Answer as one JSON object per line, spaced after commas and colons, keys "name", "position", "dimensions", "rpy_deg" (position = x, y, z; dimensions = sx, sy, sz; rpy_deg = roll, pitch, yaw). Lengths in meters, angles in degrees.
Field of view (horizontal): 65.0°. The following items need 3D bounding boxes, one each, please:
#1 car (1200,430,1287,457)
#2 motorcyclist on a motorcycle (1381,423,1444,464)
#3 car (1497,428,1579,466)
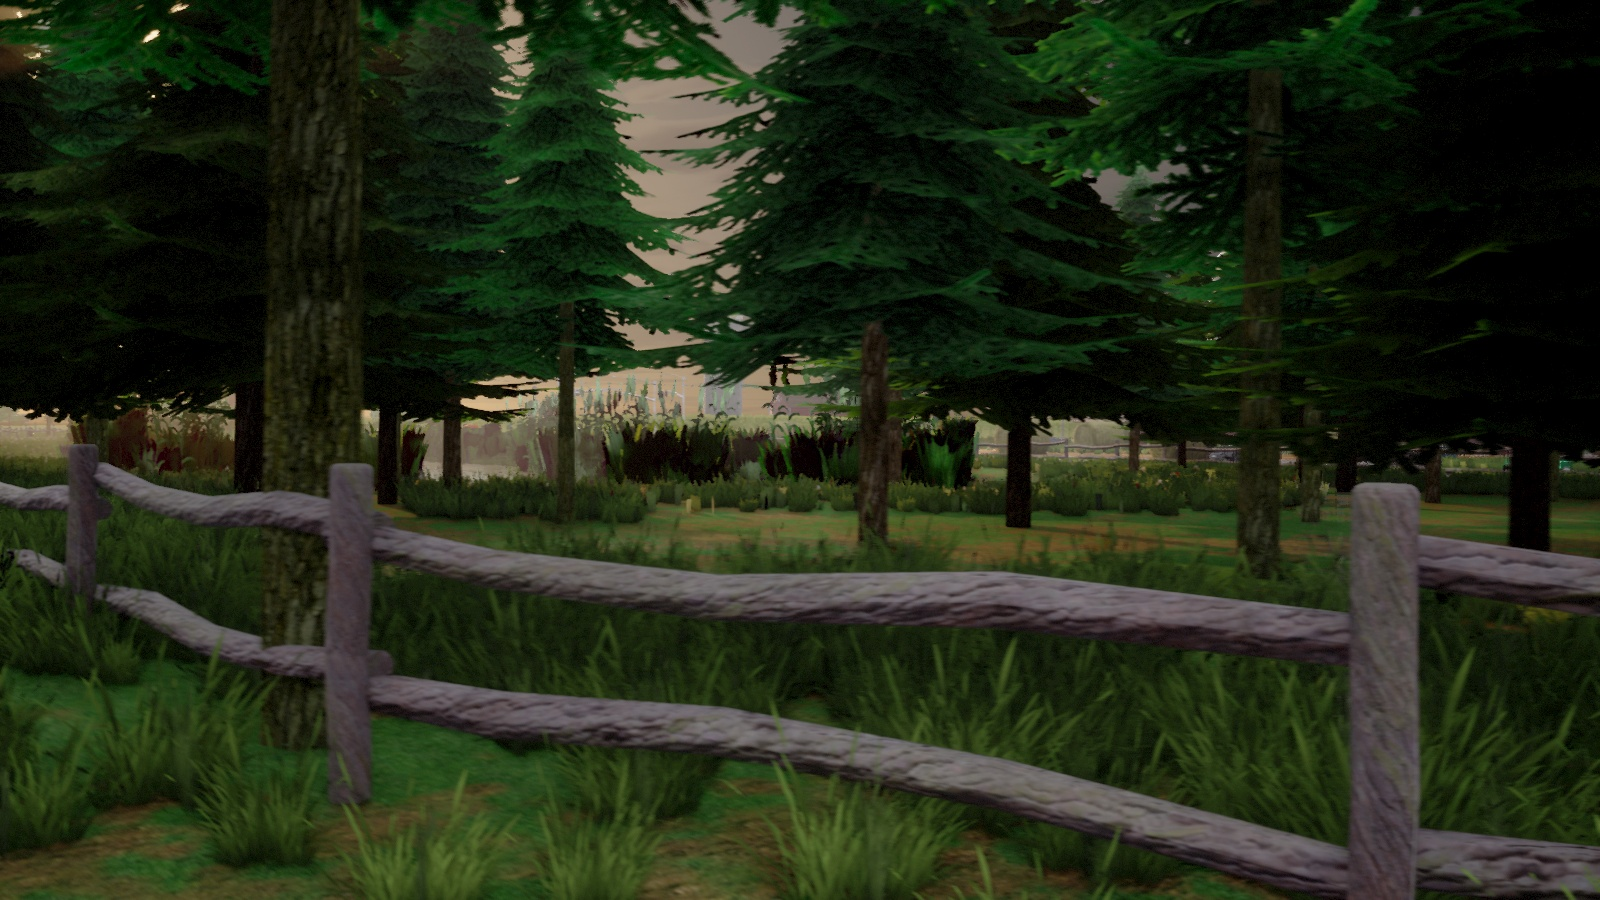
{"name": "car", "position": [24.271, -0.362, 68.658], "dimensions": [4.674, 1.442, 1.812], "rpy_deg": [-1, 1, -29]}
{"name": "motorcyclist on a motorcycle", "position": [25.413, -0.263, 52.147], "dimensions": [0.766, 1.649, 2.350], "rpy_deg": [-1, 1, -26]}
{"name": "car", "position": [27.771, -0.115, 47.280], "dimensions": [1.481, 1.376, 2.207], "rpy_deg": [-1, 1, -26]}
